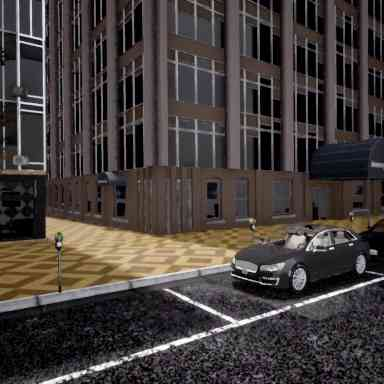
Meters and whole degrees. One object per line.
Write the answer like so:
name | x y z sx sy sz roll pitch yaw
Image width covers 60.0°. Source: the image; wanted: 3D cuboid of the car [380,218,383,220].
car | 7.577 1.563 11.988 4.313 1.339 1.947 0 -1 -36

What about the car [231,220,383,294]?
car | 2.952 1.549 8.684 4.403 1.369 2.008 0 -1 -36
